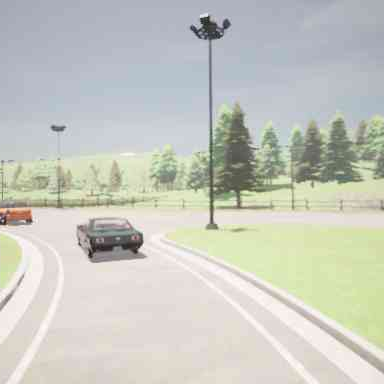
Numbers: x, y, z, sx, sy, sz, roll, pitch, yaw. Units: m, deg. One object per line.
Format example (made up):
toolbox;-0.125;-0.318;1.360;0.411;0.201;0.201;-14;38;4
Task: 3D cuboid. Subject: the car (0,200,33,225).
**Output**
car;-14.486;1.536;26.014;4.553;1.767;2.097;-1;0;37

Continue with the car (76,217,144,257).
car;-3.490;1.661;13.385;1.895;1.301;4.718;0;0;-25
